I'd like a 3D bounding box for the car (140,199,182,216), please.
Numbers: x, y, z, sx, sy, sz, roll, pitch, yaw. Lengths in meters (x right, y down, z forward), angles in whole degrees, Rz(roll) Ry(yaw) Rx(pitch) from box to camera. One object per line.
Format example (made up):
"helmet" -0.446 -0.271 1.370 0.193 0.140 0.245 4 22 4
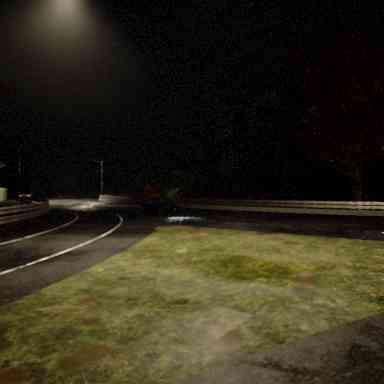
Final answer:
"car" -2.908 1.316 30.445 4.181 1.385 1.994 0 0 44
